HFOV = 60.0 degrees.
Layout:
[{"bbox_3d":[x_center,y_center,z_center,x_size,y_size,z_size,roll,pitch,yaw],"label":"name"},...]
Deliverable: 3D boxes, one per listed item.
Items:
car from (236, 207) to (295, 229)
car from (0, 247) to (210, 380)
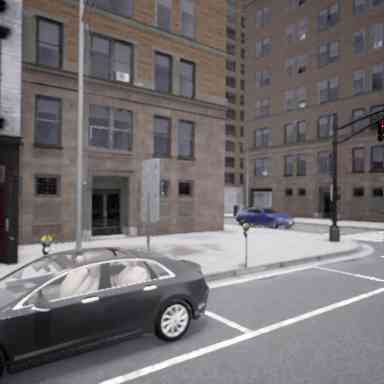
[{"bbox_3d":[5.238,1.853,24.282,1.812,1.442,4.674,1,-1,-38],"label":"car"},{"bbox_3d":[-1.737,1.571,4.952,4.403,1.369,2.008,1,-1,-36],"label":"car"}]
